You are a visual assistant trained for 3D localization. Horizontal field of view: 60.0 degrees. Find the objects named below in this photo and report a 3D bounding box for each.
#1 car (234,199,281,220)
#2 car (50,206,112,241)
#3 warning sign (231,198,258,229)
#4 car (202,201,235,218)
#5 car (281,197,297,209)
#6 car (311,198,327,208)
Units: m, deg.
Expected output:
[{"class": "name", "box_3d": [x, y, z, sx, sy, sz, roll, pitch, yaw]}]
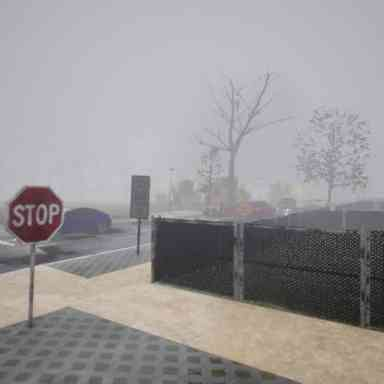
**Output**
[{"class": "car", "box_3d": [6.016, 1.479, 30.197, 2.097, 1.767, 4.553, 4, 2, 33]}, {"class": "car", "box_3d": [-6.135, 1.440, 16.854, 1.812, 1.442, 4.674, 4, 2, 32]}, {"class": "warning sign", "box_3d": [3.423, 1.379, 21.723, 1.300, 1.860, 1.060, 5, 3, 33]}, {"class": "car", "box_3d": [2.820, 1.541, 30.700, 1.895, 1.301, 4.718, 4, 2, 33]}, {"class": "car", "box_3d": [13.307, 1.532, 46.693, 1.837, 1.490, 4.892, 4, 2, 33]}, {"class": "car", "box_3d": [19.781, 1.705, 51.469, 1.812, 1.442, 4.674, 4, 2, 33]}]
